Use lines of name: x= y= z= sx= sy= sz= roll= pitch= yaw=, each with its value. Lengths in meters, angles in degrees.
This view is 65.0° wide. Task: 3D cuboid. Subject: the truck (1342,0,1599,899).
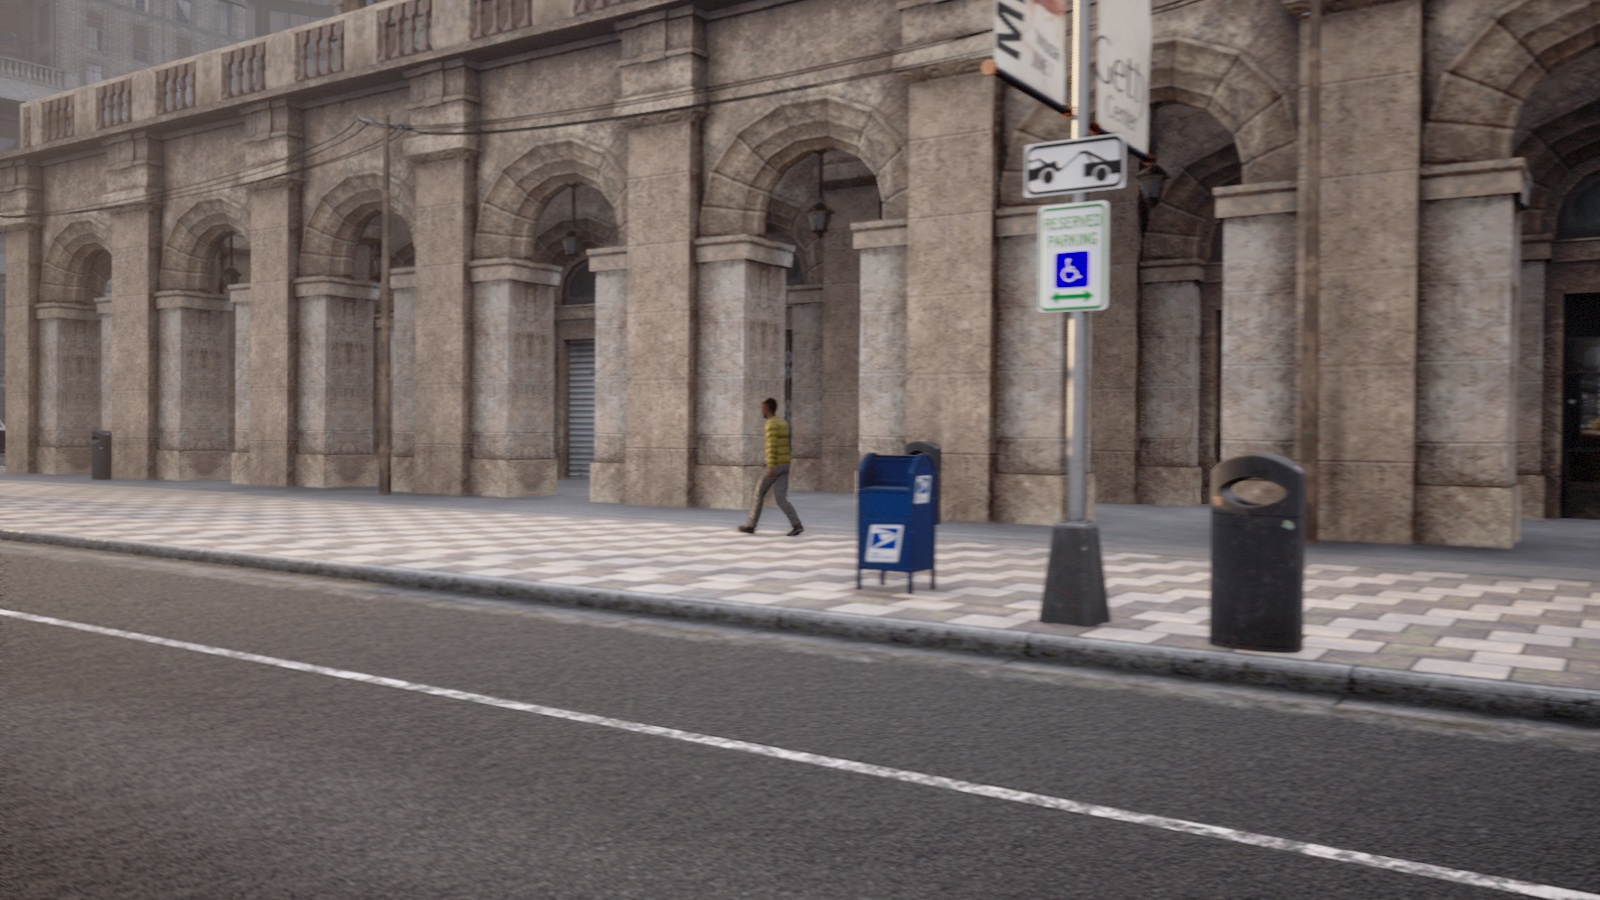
truck: x=4.950 y=-0.482 z=0.304 sx=8.468 sy=3.827 sz=2.891 roll=0 pitch=1 yaw=34

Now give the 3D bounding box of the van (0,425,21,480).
van: x=-31.424 y=0.103 z=45.961 sx=2.069 sy=2.038 sz=4.480 roll=0 pitch=1 yaw=33

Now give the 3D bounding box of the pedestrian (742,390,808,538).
pedestrian: x=-0.319 y=0.172 z=15.925 sx=0.709 sy=1.840 sz=0.431 roll=0 pitch=1 yaw=34
